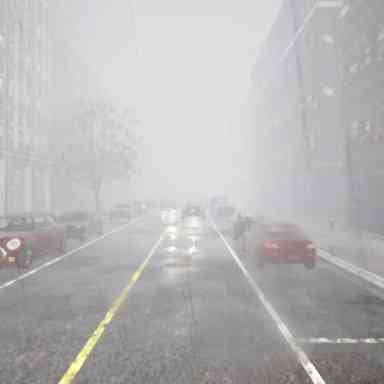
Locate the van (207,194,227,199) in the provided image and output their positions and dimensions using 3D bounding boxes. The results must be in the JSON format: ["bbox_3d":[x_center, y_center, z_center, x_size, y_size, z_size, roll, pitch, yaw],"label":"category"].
[{"bbox_3d":[2.715,1.345,33.522,1.690,1.788,3.998,1,0,0],"label":"van"}]

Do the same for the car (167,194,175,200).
[{"bbox_3d":[-5.647,1.433,90.125,1.967,1.590,4.097,1,0,0],"label":"car"}]

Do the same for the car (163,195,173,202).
[{"bbox_3d":[-5.653,1.547,78.813,2.008,1.369,4.403,1,0,0],"label":"car"}]

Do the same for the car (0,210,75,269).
[{"bbox_3d":[-5.674,1.442,10.935,1.967,1.590,4.097,1,0,0],"label":"car"}]

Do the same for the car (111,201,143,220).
[{"bbox_3d":[-5.670,1.548,27.904,1.887,1.381,4.507,1,0,0],"label":"car"}]

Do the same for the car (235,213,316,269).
[{"bbox_3d":[2.704,1.584,10.896,1.802,1.307,4.206,1,0,0],"label":"car"}]

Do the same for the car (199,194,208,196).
[{"bbox_3d":[2.688,1.581,61.803,1.802,1.307,4.206,1,0,0],"label":"car"}]

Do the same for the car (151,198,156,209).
[{"bbox_3d":[-5.665,1.554,44.874,2.008,1.369,4.403,1,0,0],"label":"car"}]

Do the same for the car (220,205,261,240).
[{"bbox_3d":[2.706,1.553,16.553,2.008,1.369,4.403,1,0,0],"label":"car"}]

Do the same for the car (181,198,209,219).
[{"bbox_3d":[0.101,1.506,28.781,2.163,1.488,4.792,0,0,0],"label":"car"}]

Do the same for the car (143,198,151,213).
[{"bbox_3d":[-5.668,1.555,33.561,2.008,1.369,4.403,1,0,0],"label":"car"}]

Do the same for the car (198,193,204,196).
[{"bbox_3d":[2.694,1.313,67.459,2.192,1.841,5.009,1,0,0],"label":"car"}]

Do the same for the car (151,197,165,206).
[{"bbox_3d":[-5.660,1.526,56.017,1.752,1.417,4.829,1,0,0],"label":"car"}]

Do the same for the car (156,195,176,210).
[{"bbox_3d":[-3.076,1.495,43.468,2.128,1.511,4.902,0,0,0],"label":"car"}]

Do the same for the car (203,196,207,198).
[{"bbox_3d":[2.722,1.569,44.834,1.947,1.339,4.313,1,0,0],"label":"car"}]

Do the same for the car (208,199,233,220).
[{"bbox_3d":[2.710,1.554,27.865,2.008,1.369,4.403,1,0,0],"label":"car"}]

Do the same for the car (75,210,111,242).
[{"bbox_3d":[-5.674,1.569,16.592,1.947,1.339,4.313,1,0,0],"label":"car"}]

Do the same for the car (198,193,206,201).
[{"bbox_3d":[2.701,1.308,90.084,2.192,1.841,5.009,1,0,0],"label":"car"}]

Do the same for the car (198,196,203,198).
[{"bbox_3d":[0.031,1.551,43.696,2.033,1.411,5.357,0,0,1],"label":"car"}]
